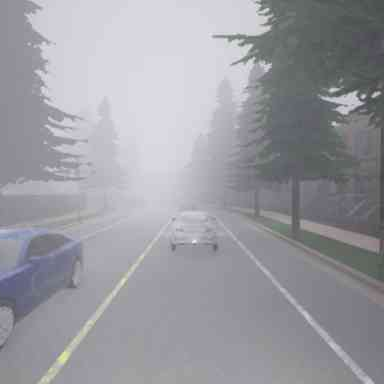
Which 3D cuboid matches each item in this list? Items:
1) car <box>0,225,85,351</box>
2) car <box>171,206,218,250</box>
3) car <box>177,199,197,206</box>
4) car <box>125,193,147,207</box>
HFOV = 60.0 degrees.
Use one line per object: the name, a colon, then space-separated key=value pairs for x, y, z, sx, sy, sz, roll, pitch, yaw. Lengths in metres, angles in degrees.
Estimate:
car: x=-3.601 y=1.480 z=6.317 sx=1.882 sy=1.535 sz=5.008 roll=0 pitch=0 yaw=0
car: x=0.086 y=1.532 z=14.302 sx=1.812 sy=1.442 sz=4.674 roll=0 pitch=0 yaw=0
car: x=-0.528 y=1.506 z=36.499 sx=2.128 sy=1.511 sz=4.902 roll=0 pitch=0 yaw=-7
car: x=-8.584 y=1.244 z=50.840 sx=2.150 sy=2.045 sz=5.566 roll=0 pitch=0 yaw=-26
